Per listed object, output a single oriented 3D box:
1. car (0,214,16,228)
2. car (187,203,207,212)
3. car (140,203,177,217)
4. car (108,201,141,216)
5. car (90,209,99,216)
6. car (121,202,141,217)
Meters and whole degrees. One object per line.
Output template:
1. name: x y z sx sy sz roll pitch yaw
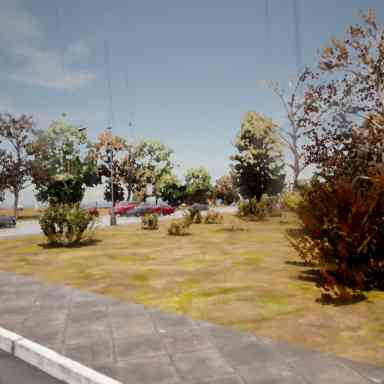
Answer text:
1. car: -17.023 2.455 27.696 1.994 1.385 4.181 -3 -2 34
2. car: 0.916 2.619 55.865 1.994 1.385 4.181 -3 -2 32
3. car: -3.771 2.260 41.580 1.882 1.535 5.008 -3 -2 32
4. car: -9.143 2.343 46.554 2.150 2.045 5.566 -3 -2 32
5. car: -12.154 2.387 35.185 1.882 1.535 5.008 -3 -2 33
6. car: -6.732 2.481 43.786 1.812 1.442 4.674 -3 -2 32
